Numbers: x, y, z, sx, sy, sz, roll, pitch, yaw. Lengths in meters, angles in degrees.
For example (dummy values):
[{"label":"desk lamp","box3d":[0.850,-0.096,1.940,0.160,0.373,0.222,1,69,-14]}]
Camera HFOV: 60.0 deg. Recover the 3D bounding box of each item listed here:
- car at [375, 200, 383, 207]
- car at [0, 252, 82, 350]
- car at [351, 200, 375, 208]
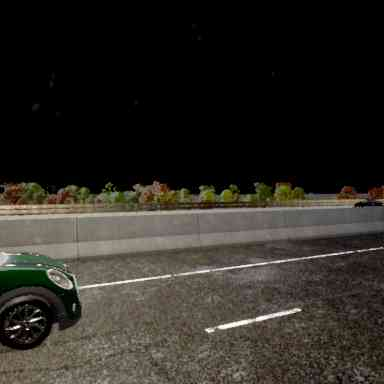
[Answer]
[{"label":"car","box3d":[22.015,1.344,35.093,4.553,1.767,2.097,0,0,-28]},{"label":"car","box3d":[-4.061,1.351,4.936,4.553,1.767,2.097,0,0,-28]},{"label":"car","box3d":[20.268,1.556,38.128,4.181,1.385,1.994,0,0,-28]}]
